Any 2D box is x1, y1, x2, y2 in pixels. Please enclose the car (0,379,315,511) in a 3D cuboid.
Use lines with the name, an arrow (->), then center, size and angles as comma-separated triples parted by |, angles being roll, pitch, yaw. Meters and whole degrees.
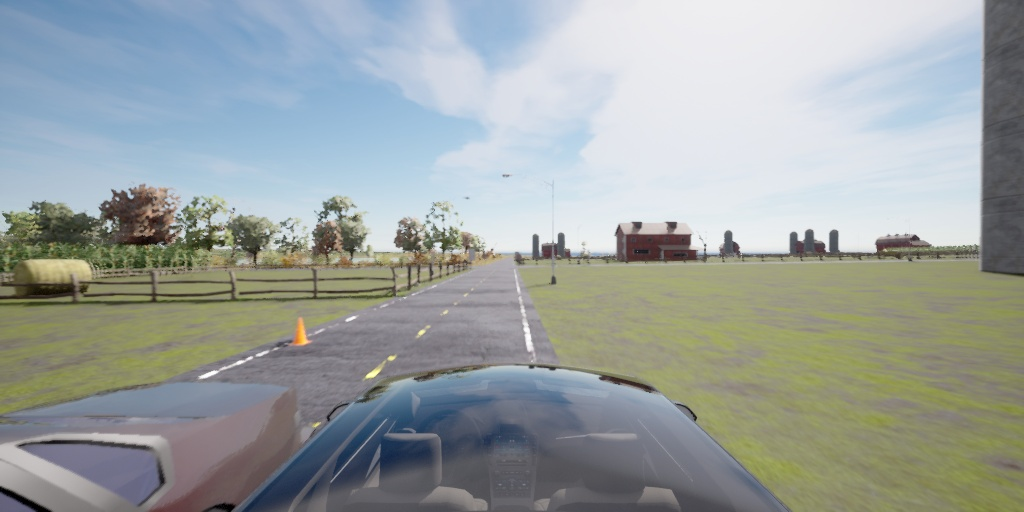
car -> -2.449, 1.297, 0.421 | 2.033, 1.411, 5.357 | 0, 0, 0

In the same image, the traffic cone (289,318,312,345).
traffic cone -> -4.827, 1.705, 8.174 | 0.340, 0.580, 0.340 | 0, 0, 0
